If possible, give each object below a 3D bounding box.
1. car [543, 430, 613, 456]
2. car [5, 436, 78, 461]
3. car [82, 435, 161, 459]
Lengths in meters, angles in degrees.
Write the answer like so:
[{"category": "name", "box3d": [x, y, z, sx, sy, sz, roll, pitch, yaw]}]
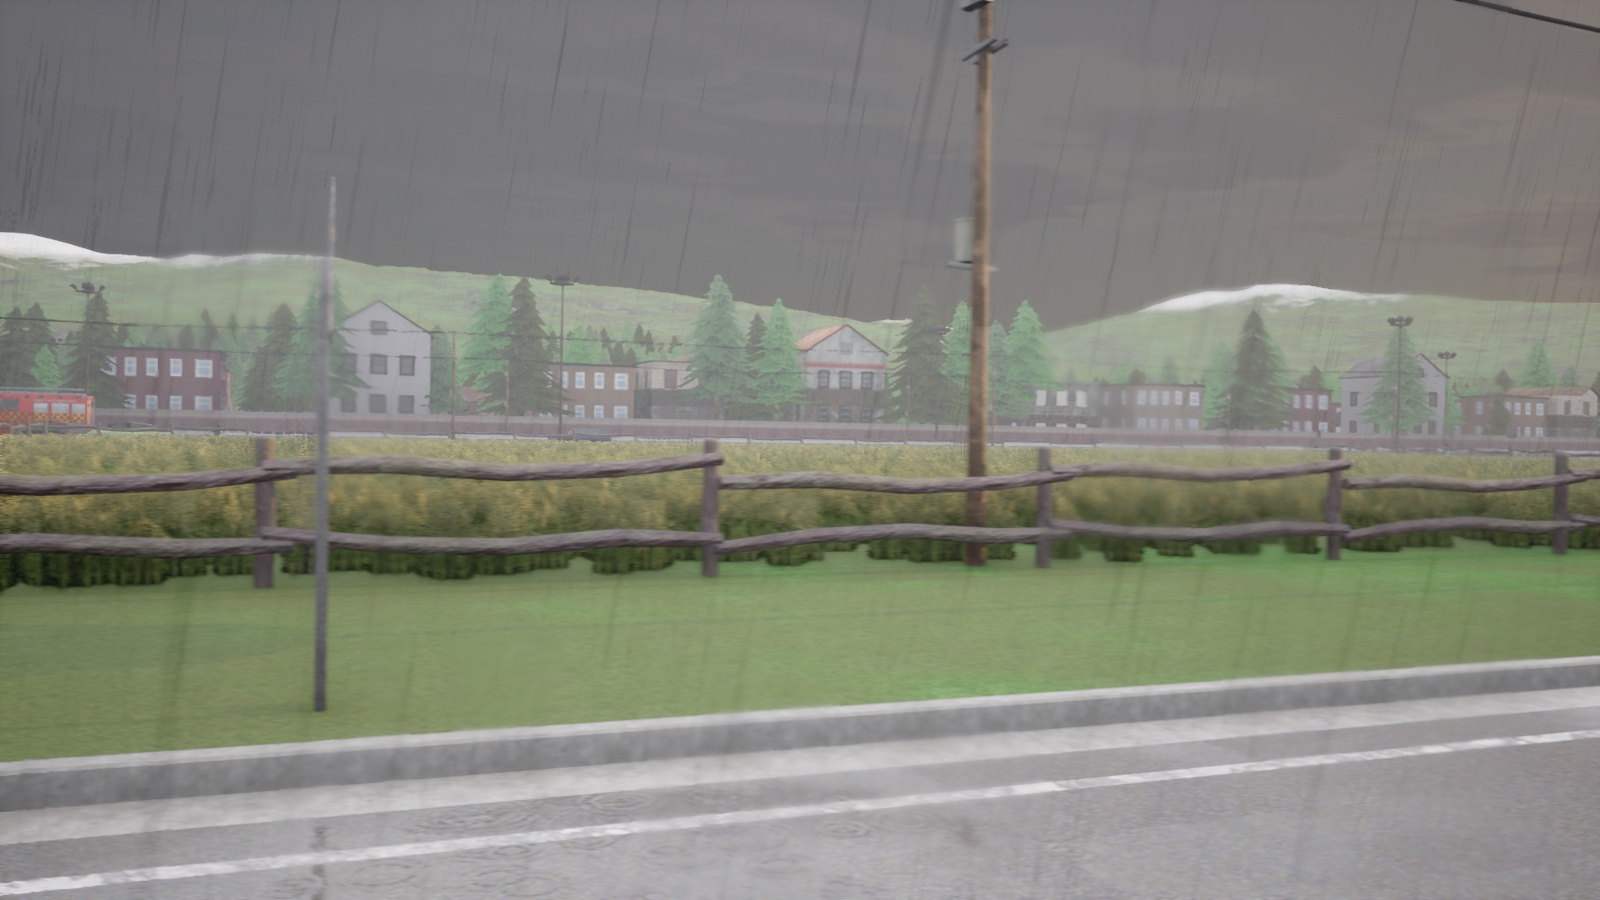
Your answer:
[{"category": "car", "box3d": [-15.771, -0.511, 89.279, 4.553, 1.767, 2.097, -1, 1, -21]}, {"category": "car", "box3d": [-48.689, -0.113, 80.685, 3.705, 1.549, 1.789, -1, 1, -21]}, {"category": "car", "box3d": [-46.091, -0.223, 85.395, 4.514, 1.525, 2.007, -1, 1, -21]}]
